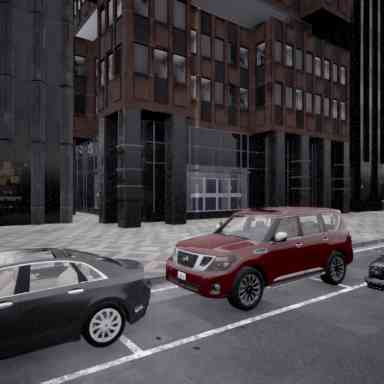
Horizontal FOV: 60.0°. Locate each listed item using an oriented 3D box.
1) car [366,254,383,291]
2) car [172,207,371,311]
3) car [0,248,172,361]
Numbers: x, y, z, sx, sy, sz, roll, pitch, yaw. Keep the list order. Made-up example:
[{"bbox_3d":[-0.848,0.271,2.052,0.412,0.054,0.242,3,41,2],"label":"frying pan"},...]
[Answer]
[{"bbox_3d":[6.258,1.548,7.837,5.357,1.411,2.033,0,0,-36],"label":"car"},{"bbox_3d":[1.846,1.315,7.961,5.009,1.841,2.192,0,0,-35],"label":"car"},{"bbox_3d":[-2.722,1.551,4.705,4.403,1.369,2.008,0,0,-35],"label":"car"}]
